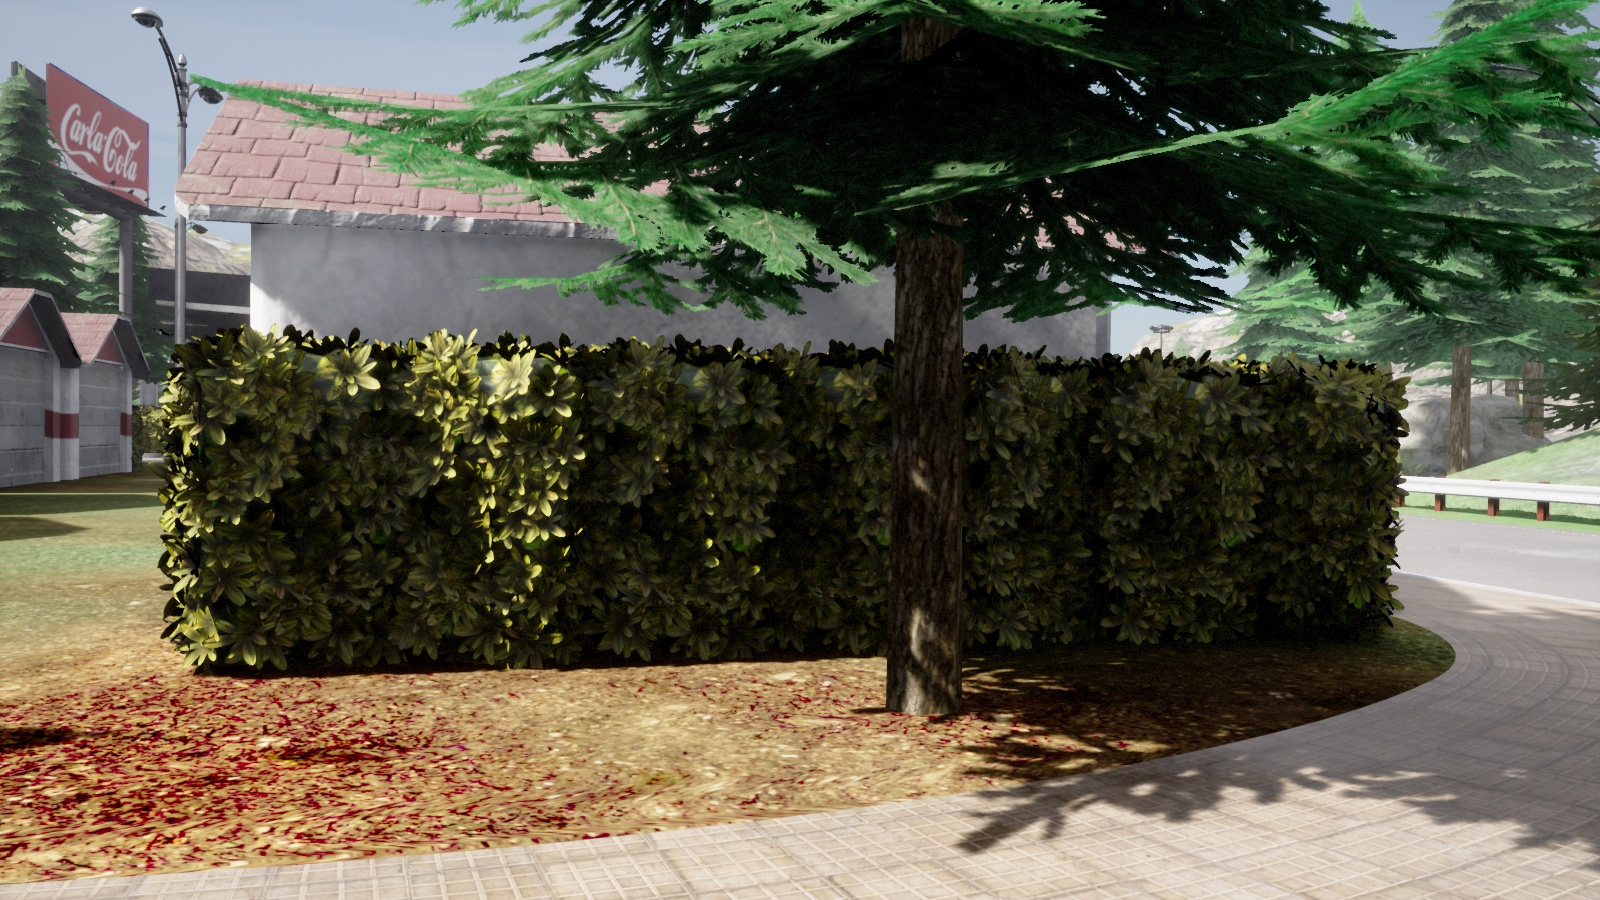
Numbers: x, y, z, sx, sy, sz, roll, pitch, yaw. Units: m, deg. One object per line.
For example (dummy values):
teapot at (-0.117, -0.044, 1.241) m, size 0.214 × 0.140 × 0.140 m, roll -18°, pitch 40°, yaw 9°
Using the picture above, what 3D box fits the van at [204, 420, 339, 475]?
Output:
van at (-19.764, -0.103, 47.132) m, size 4.442 × 1.987 × 1.775 m, roll 0°, pitch 0°, yaw -14°
